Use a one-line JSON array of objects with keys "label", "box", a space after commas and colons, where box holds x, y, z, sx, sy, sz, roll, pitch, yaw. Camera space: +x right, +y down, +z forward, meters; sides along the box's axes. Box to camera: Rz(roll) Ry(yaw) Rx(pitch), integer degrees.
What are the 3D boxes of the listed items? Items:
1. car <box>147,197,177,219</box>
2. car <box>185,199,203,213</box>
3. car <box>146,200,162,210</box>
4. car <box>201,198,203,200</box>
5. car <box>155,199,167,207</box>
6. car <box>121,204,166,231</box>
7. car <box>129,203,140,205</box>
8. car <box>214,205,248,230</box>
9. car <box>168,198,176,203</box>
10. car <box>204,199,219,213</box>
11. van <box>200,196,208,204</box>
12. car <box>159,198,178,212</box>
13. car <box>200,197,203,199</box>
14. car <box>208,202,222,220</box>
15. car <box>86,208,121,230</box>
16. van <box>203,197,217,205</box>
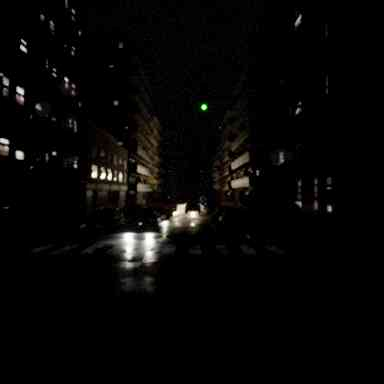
[{"label": "car", "box": [-3.059, 1.469, 32.480, 2.150, 2.045, 5.566, 0, 0, 2]}, {"label": "car", "box": [0.110, 1.922, 41.851, 1.895, 1.301, 4.718, 0, 0, 0]}, {"label": "car", "box": [-5.686, 1.930, 49.943, 1.887, 1.381, 4.507, 0, 0, 0]}, {"label": "car", "box": [2.695, 1.952, 49.928, 1.947, 1.339, 4.313, 0, 0, 0]}, {"label": "car", "box": [-5.682, 2.056, 60.989, 1.802, 1.307, 4.206, 0, 0, 0]}, {"label": "car", "box": [-3.087, 1.729, 21.900, 1.994, 1.385, 4.181, 0, 0, 0]}, {"label": "car", "box": [-5.690, 1.820, 33.372, 1.947, 1.339, 4.313, 0, 0, 0]}, {"label": "car", "box": [2.688, 1.751, 22.311, 1.802, 1.307, 4.206, 0, 0, 0]}, {"label": "car", "box": [-5.674, 2.315, 94.128, 1.947, 1.339, 4.313, 0, 0, 0]}, {"label": "car", "box": [2.692, 1.843, 38.881, 1.887, 1.381, 4.507, 0, 0, 0]}, {"label": "van", "box": [2.700, 1.952, 77.546, 1.690, 1.788, 3.998, -1, 0, 0]}, {"label": "car", "box": [-3.062, 1.690, 43.994, 2.097, 1.767, 4.553, 0, 0, 0]}, {"label": "car", "box": [2.699, 2.046, 66.667, 1.752, 1.417, 4.829, 0, 0, 0]}, {"label": "car", "box": [2.690, 1.777, 27.835, 1.947, 1.339, 4.313, 0, 0, 0]}, {"label": "car", "box": [-5.693, 1.734, 22.325, 1.947, 1.339, 4.313, 0, 0, 0]}, {"label": "van", "box": [2.692, 1.683, 44.406, 1.690, 1.788, 3.998, 0, 0, 0]}]
